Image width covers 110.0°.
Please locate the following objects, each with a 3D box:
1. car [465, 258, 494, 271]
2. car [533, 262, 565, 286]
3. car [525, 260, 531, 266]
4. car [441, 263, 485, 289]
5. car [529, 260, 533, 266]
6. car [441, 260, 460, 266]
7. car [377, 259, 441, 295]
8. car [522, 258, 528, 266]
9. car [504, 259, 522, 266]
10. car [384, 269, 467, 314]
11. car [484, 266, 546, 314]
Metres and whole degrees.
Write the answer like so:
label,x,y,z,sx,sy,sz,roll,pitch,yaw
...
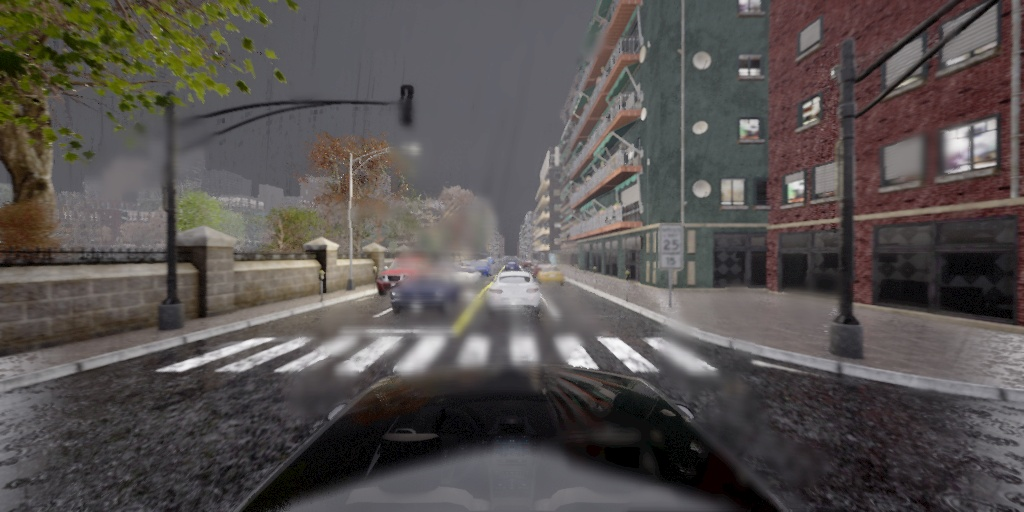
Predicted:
label,x,y,z,sx,sy,sz,roll,pitch,yaw
car,-3.073,1.240,34.844,1.882,1.535,5.008,0,0,0
car,2.697,1.281,25.458,1.751,1.417,4.829,0,0,0
car,2.699,1.313,36.359,2.007,1.370,4.403,0,0,0
car,-3.083,1.357,23.243,1.895,1.301,4.718,0,0,0
car,2.698,1.304,30.823,1.888,1.381,4.507,0,0,0
car,-5.682,1.200,30.824,1.967,1.591,4.097,0,0,0
car,-5.685,1.069,19.754,2.192,1.841,5.009,0,0,0
car,2.704,1.323,58.499,1.888,1.381,4.507,0,0,0
car,0.012,1.294,45.070,1.812,1.442,4.674,0,0,0
car,-3.091,1.353,13.872,1.895,1.301,4.718,0,0,0
car,0.103,1.277,13.645,1.812,1.442,4.674,0,0,0
